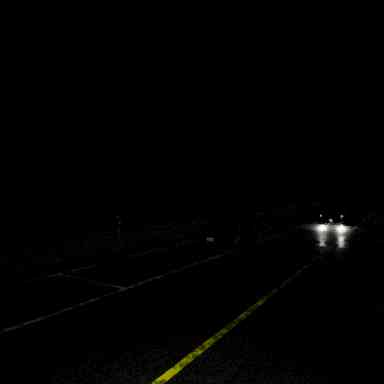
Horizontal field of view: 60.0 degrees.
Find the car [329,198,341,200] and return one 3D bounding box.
[{"bbox_3d":[13.638,1.567,34.135,1.947,1.339,4.313,0,0,32],"label":"car"}]

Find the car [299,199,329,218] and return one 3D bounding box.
[{"bbox_3d":[10.702,1.583,29.454,1.802,1.307,4.206,0,0,32],"label":"car"}]

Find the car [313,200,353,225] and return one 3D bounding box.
[{"bbox_3d":[10.858,1.548,24.866,2.033,1.411,5.357,0,0,32],"label":"car"}]

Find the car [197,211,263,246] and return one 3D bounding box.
[{"bbox_3d":[1.897,1.566,15.411,1.947,1.339,4.313,0,0,32],"label":"car"}]

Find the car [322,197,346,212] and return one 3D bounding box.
[{"bbox_3d":[16.573,1.442,38.816,1.967,1.590,4.097,0,0,32],"label":"car"}]
